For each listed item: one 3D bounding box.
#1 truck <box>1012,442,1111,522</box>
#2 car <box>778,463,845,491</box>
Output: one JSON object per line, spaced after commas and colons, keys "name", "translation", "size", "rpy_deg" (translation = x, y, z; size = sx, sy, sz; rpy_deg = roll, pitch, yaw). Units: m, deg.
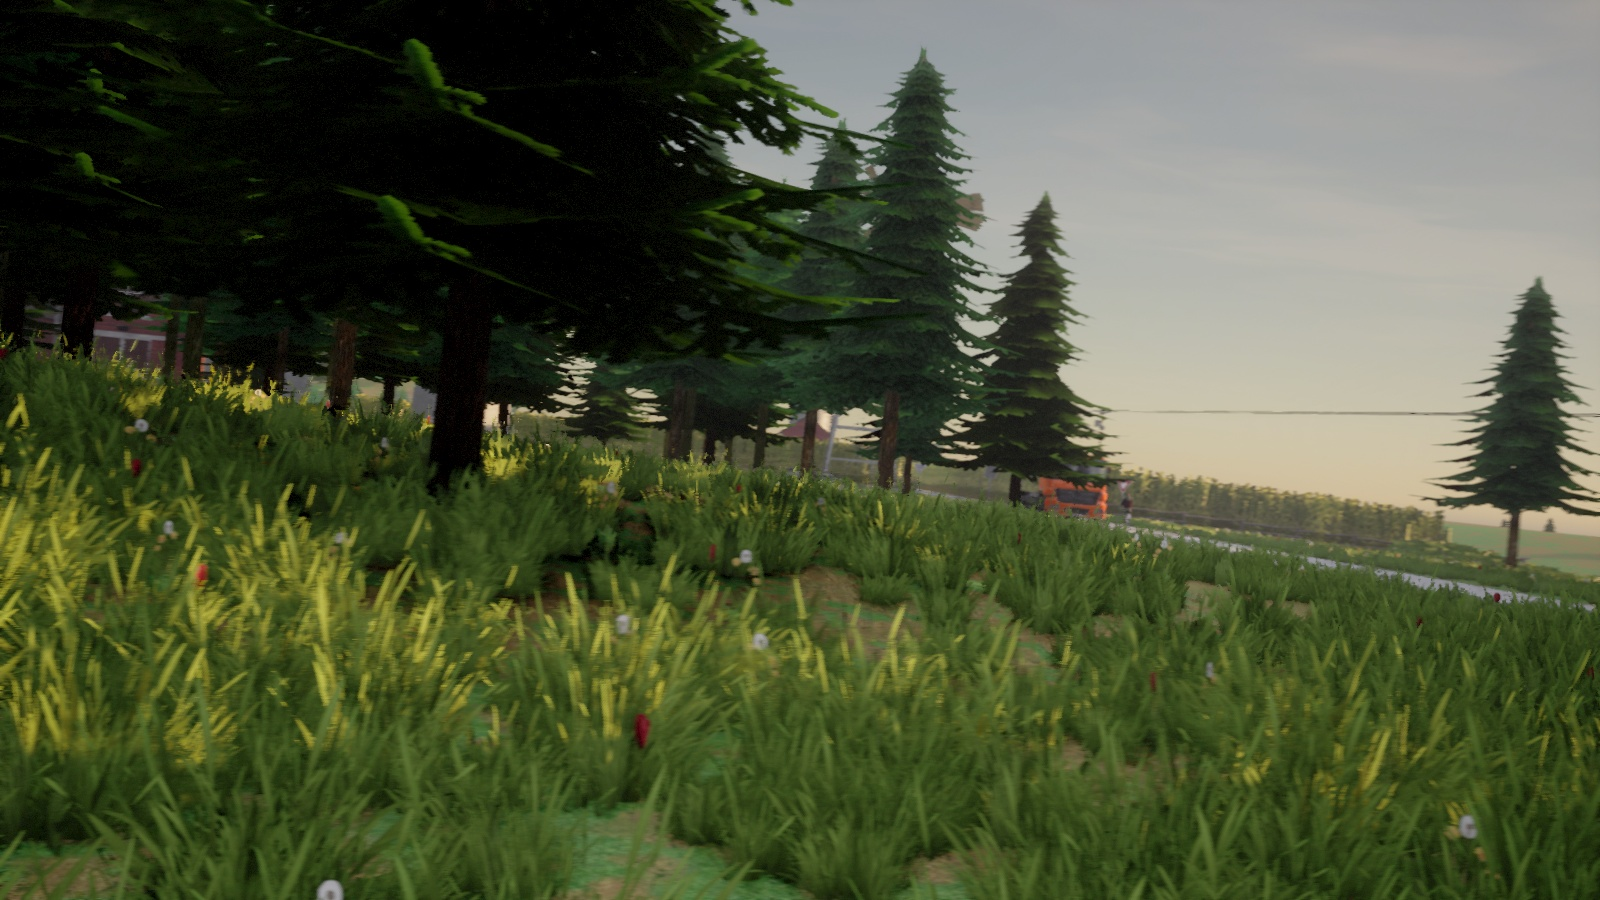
{"name": "truck", "translation": [12.763, 1.541, 62.048], "size": [2.891, 3.462, 7.936], "rpy_deg": [5, -1, -1]}
{"name": "car", "translation": [0.733, 1.733, 81.466], "size": [4.193, 1.474, 1.816], "rpy_deg": [5, -1, -1]}
